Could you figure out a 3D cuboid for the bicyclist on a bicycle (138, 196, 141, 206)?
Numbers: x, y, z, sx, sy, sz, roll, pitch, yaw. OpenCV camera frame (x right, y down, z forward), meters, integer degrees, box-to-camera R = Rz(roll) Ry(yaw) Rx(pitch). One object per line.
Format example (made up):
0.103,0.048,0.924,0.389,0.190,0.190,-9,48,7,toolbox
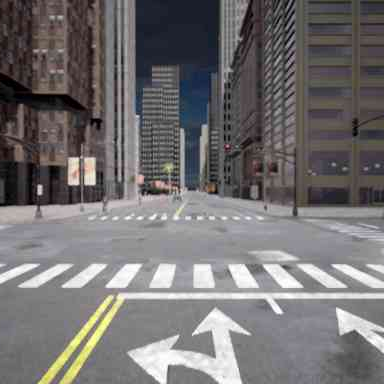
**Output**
-8.679,1.550,55.308,0.582,1.620,1.656,0,0,0,bicyclist on a bicycle

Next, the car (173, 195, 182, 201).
-3.158,1.288,71.636,2.033,1.411,5.357,0,0,0,car

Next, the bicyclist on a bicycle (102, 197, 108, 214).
-8.707,1.425,33.200,0.659,1.776,1.843,0,0,0,bicyclist on a bicycle

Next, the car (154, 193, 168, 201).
-6.408,1.103,71.670,2.097,1.767,4.553,0,0,0,car
